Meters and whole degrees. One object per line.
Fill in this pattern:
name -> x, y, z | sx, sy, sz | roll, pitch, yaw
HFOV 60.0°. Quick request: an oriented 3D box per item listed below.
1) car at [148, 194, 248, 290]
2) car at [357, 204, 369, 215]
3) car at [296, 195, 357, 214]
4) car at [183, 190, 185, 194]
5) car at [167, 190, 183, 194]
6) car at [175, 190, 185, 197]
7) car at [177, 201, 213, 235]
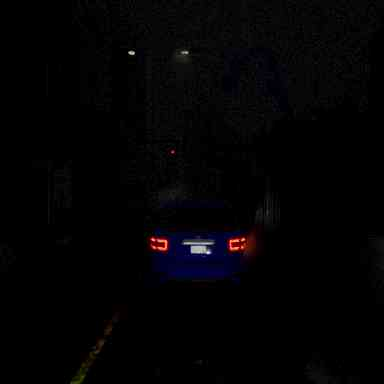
car -> 0.116, 1.195, 9.142 | 2.150, 2.045, 5.566 | 0, 0, 0
car -> 18.234, 1.525, 32.436 | 4.206, 1.307, 1.802 | 1, 0, 0
car -> 12.836, 1.181, 32.446 | 5.009, 1.841, 2.192 | 1, 0, 0
car -> -2.617, 0.462, 57.273 | 1.882, 1.535, 5.008 | 0, 1, 0
car -> -2.689, 0.830, 45.206 | 2.128, 1.511, 4.902 | 0, 2, -1
car -> -2.487, 0.203, 69.226 | 1.895, 1.301, 4.718 | 0, 2, 0
car -> 0.128, 1.389, 19.168 | 1.837, 1.490, 4.892 | 0, 1, 0
